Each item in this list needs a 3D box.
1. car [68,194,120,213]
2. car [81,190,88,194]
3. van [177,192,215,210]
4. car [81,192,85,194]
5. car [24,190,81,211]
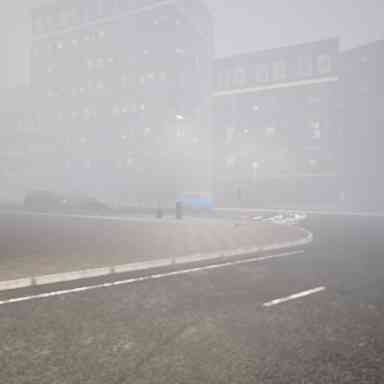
[{"bbox_3d":[-8.292,1.125,28.946,4.206,1.307,1.802,1,0,24],"label":"car"},{"bbox_3d":[-15.042,0.628,41.160,5.009,1.841,2.192,1,0,24],"label":"car"},{"bbox_3d":[0.374,0.908,34.247,3.998,1.788,1.690,1,0,24],"label":"van"},{"bbox_3d":[-13.628,0.983,34.166,4.181,1.385,1.994,1,1,24],"label":"car"},{"bbox_3d":[-13.426,0.774,31.252,5.009,1.841,2.192,1,0,24],"label":"car"}]
